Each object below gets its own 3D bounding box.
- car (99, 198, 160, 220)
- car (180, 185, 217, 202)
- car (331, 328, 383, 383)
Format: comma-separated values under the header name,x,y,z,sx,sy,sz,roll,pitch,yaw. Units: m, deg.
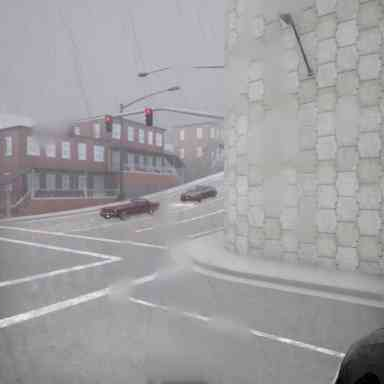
name,x,y,z,sx,sy,sz,roll,pitch,yaw
car,-4.560,1.187,24.729,1.895,1.301,4.718,0,5,35
car,0.674,0.077,32.115,1.994,1.385,4.181,0,9,36
car,3.308,1.492,1.604,4.902,1.511,2.128,0,0,36
